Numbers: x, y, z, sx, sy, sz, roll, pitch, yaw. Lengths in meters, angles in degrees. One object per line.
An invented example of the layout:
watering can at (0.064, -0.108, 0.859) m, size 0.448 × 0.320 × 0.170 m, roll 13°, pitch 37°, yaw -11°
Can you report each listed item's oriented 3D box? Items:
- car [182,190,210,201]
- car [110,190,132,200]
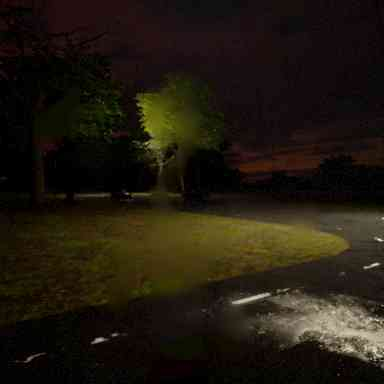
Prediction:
car at (0.468, 0.420, 45.778) m, size 2.128 × 1.511 × 4.902 m, roll -2°, pitch 2°, yaw -35°
car at (-10.486, 0.415, 49.144) m, size 1.994 × 1.385 × 4.181 m, roll -2°, pitch 2°, yaw -35°
